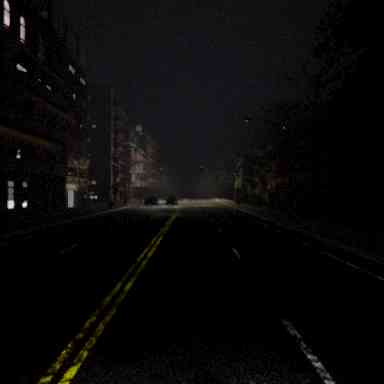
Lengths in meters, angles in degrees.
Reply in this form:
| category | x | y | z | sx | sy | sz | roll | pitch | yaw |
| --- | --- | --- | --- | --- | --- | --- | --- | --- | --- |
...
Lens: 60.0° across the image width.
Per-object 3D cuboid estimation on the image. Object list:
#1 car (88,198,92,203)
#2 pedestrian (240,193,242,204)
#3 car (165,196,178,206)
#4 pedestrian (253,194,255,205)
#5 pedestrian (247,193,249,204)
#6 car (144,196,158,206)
| category | x | y | z | sx | sy | sz | roll | pitch | yaw |
| --- | --- | --- | --- | --- | --- | --- | --- | --- | --- |
| car | -22.795 | 1.762 | 68.639 | 4.206 | 1.307 | 1.802 | -1 | 1 | -1 |
| pedestrian | 8.005 | 1.074 | 54.823 | 0.375 | 1.860 | 0.375 | 0 | 0 | 0 |
| car | -3.259 | 1.452 | 53.562 | 1.837 | 1.490 | 4.892 | 0 | -1 | 0 |
| pedestrian | 10.005 | 1.262 | 54.223 | 0.375 | 1.860 | 0.375 | 0 | 0 | 0 |
| pedestrian | 9.005 | 1.075 | 53.623 | 0.375 | 1.860 | 0.375 | 0 | 0 | 0 |
| car | -6.508 | 1.414 | 53.387 | 1.882 | 1.535 | 5.008 | 0 | 0 | 0 |
